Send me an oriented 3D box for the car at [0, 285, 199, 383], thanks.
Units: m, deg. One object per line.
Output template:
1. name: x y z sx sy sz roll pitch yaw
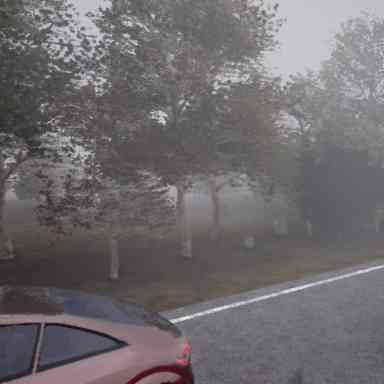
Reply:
1. car: -1.990 1.567 2.565 4.181 1.385 1.994 0 0 -35
